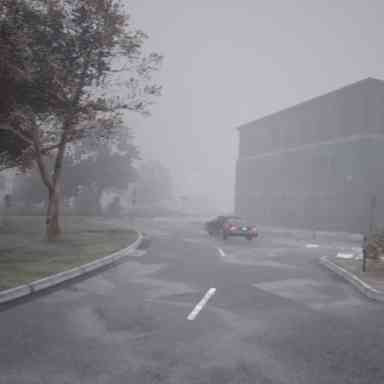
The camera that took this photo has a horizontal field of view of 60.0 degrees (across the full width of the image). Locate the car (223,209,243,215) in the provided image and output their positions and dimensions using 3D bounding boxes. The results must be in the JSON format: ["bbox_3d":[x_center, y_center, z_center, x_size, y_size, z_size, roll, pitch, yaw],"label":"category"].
[{"bbox_3d":[11.226,5.501,91.117,5.366,1.575,1.946,1,-1,15],"label":"car"}]

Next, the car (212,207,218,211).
[{"bbox_3d":[3.025,4.920,78.792,4.792,1.488,2.163,1,-2,13],"label":"car"}]

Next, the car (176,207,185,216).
[{"bbox_3d":[-4.997,3.798,66.356,5.566,2.045,2.435,2,-3,12],"label":"car"}]

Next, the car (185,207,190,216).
[{"bbox_3d":[-3.466,4.107,68.857,4.553,1.767,2.185,2,-3,13],"label":"car"}]

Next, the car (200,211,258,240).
[{"bbox_3d":[2.350,2.188,21.042,2.033,1.411,5.357,3,-2,-13],"label":"car"}]

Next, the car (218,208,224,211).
[{"bbox_3d":[4.684,4.779,81.272,5.566,2.045,2.435,1,-2,14],"label":"car"}]

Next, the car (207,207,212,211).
[{"bbox_3d":[1.449,4.617,76.311,4.553,1.767,2.185,1,-2,13],"label":"car"}]

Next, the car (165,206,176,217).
[{"bbox_3d":[-6.644,3.610,63.852,5.566,2.045,2.435,2,-3,12],"label":"car"}]

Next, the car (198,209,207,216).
[{"bbox_3d":[-0.176,4.332,73.838,5.566,2.045,2.435,1,-3,13],"label":"car"}]

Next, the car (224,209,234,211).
[{"bbox_3d":[9.077,4.897,70.676,1.837,1.490,4.892,1,-2,33],"label":"car"}]

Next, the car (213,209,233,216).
[{"bbox_3d":[8.042,5.280,86.178,5.008,1.535,2.097,1,-2,14],"label":"car"}]

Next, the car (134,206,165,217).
[{"bbox_3d":[-8.200,3.677,61.322,4.892,1.521,2.231,2,-3,12],"label":"car"}]

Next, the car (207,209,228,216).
[{"bbox_3d":[6.362,5.162,83.732,4.892,1.521,2.231,1,-2,14],"label":"car"}]

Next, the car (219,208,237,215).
[{"bbox_3d":[9.694,5.268,88.646,4.553,1.767,2.185,1,-2,14],"label":"car"}]

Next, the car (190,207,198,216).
[{"bbox_3d":[-2.019,4.404,71.370,5.366,1.575,1.946,1,-2,13],"label":"car"}]
